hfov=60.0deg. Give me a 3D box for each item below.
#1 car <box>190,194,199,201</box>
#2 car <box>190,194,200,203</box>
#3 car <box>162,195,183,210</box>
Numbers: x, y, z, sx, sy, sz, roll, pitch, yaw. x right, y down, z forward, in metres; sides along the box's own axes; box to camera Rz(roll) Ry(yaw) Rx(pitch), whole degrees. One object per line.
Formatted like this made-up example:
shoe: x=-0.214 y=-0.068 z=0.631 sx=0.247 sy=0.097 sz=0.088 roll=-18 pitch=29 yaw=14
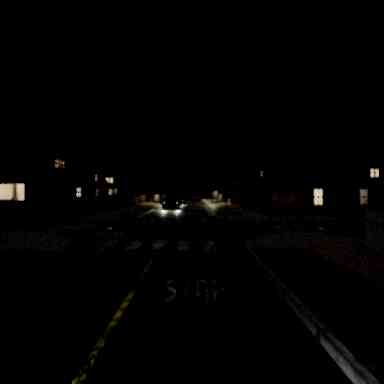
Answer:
car: x=0.596 y=1.214 z=73.809 sx=1.812 sy=1.442 sz=4.674 roll=0 pitch=0 yaw=0
car: x=0.511 y=1.317 z=63.389 sx=1.882 sy=1.535 sz=5.008 roll=0 pitch=0 yaw=0
car: x=-2.503 y=1.201 z=40.725 sx=2.097 sy=1.767 sz=4.553 roll=0 pitch=0 yaw=1
